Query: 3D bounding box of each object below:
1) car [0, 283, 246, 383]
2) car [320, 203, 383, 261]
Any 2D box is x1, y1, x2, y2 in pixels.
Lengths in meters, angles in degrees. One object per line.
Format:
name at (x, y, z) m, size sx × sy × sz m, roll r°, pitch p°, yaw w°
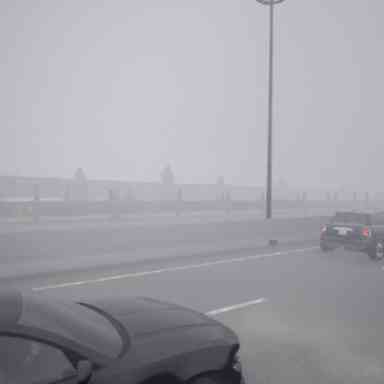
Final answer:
car at (-1.780, 1.476, 2.478) m, size 5.008 × 1.535 × 1.882 m, roll 1°, pitch 0°, yaw -35°
car at (7.126, 1.484, 13.125) m, size 4.553 × 1.767 × 2.097 m, roll 1°, pitch 0°, yaw -35°
